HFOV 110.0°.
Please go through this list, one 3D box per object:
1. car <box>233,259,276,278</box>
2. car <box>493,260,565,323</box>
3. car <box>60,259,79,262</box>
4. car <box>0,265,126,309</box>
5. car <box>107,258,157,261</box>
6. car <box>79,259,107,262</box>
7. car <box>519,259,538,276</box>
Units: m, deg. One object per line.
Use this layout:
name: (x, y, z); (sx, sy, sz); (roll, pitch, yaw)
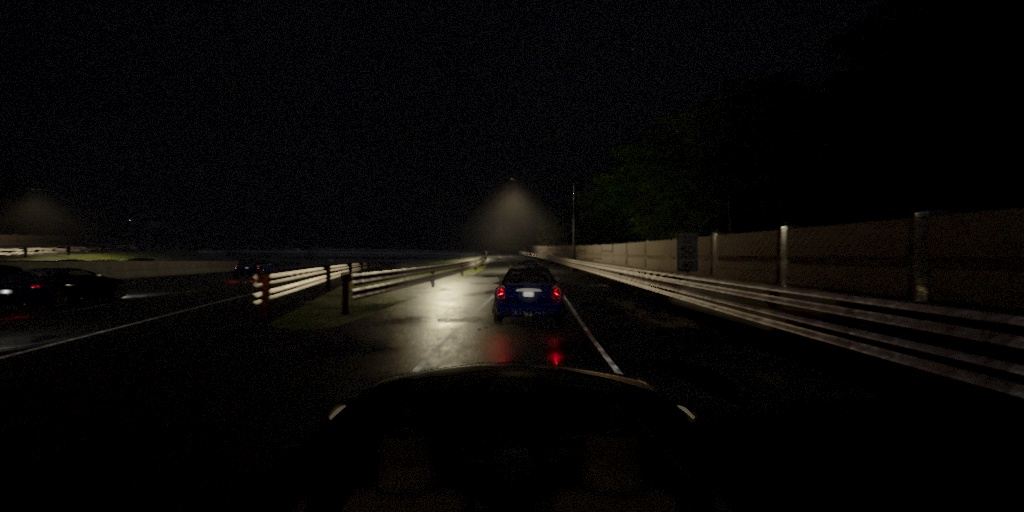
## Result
car: (-23.047, 1.043, 32.299); (2.097, 1.767, 4.553); (1, -1, -18)
car: (0.581, 1.104, 12.268); (2.097, 1.767, 4.553); (0, 0, 3)
car: (-36.155, 1.063, 26.779); (2.033, 1.411, 5.357); (1, -1, -17)
car: (-17.025, 1.137, 13.536); (1.994, 1.385, 4.181); (1, 0, -18)
car: (-39.818, 0.995, 38.240); (2.097, 1.767, 4.553); (1, -1, -17)
car: (-43.594, 1.100, 38.613); (1.882, 1.535, 5.008); (1, -1, -17)
car: (1.598, 1.117, 35.929); (1.812, 1.442, 4.674); (0, 1, 1)
